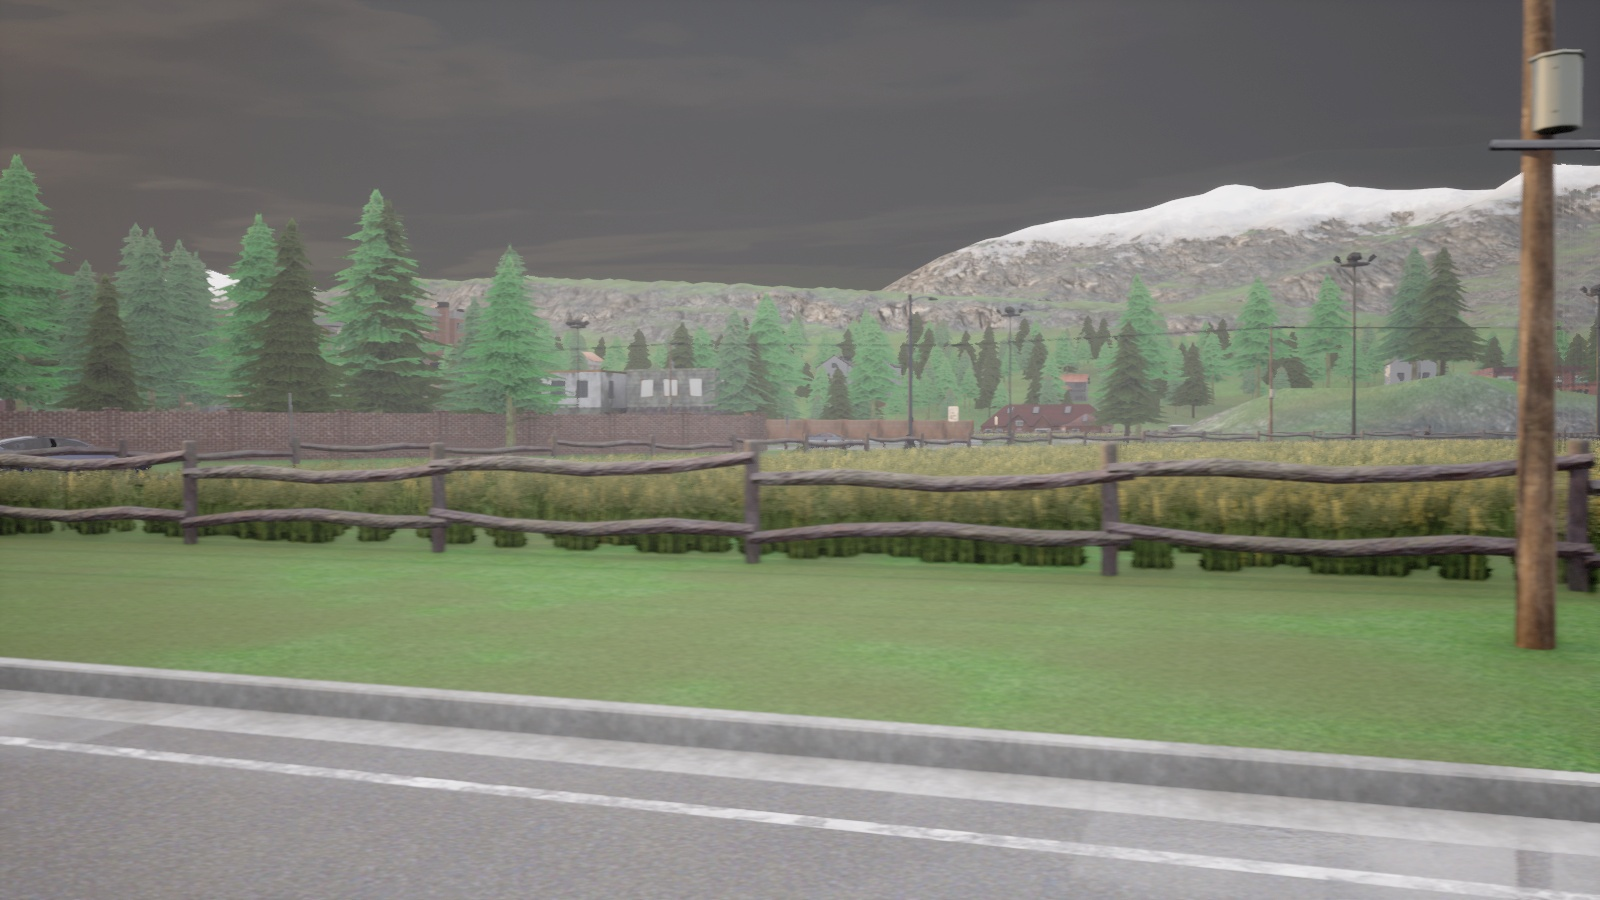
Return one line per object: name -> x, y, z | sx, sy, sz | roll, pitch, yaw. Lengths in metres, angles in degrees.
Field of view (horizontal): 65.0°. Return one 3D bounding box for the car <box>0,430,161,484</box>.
car -> -21.543, 0.159, 36.623 | 4.792, 1.488, 2.163 | -1, 1, -40
